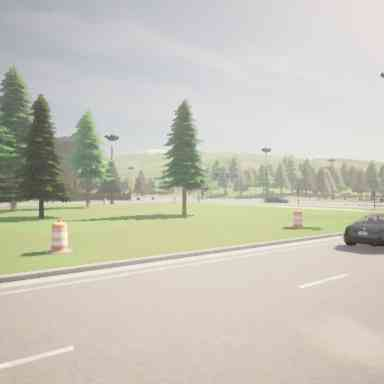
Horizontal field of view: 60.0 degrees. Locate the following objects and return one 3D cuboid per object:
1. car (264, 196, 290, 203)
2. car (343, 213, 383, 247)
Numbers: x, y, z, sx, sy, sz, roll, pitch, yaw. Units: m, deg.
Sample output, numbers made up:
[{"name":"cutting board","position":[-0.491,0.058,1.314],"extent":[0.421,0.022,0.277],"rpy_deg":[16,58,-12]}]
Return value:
[{"name":"car","position":[17.118,1.601,67.223],"extent":[2.033,1.411,5.357],"rpy_deg":[0,0,-35]},{"name":"car","position":[8.269,1.571,14.066],"extent":[4.181,1.385,1.994],"rpy_deg":[0,0,-35]}]
